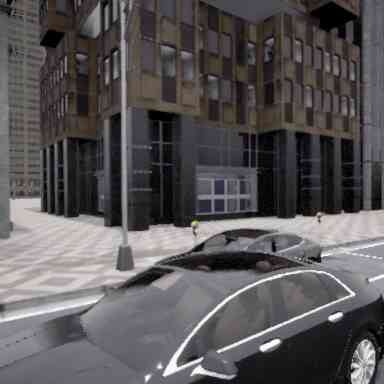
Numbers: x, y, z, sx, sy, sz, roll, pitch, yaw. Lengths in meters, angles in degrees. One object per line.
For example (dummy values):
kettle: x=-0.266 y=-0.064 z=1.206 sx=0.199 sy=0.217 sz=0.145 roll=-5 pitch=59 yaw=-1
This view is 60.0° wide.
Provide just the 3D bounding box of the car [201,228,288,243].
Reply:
car: x=1.153 y=1.529 z=7.472 sx=4.313 sy=1.339 sz=1.947 roll=0 pitch=0 yaw=-35

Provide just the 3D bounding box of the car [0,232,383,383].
car: x=0.198 y=1.490 z=3.517 sx=4.892 sy=1.490 sz=1.837 roll=0 pitch=0 yaw=-35
